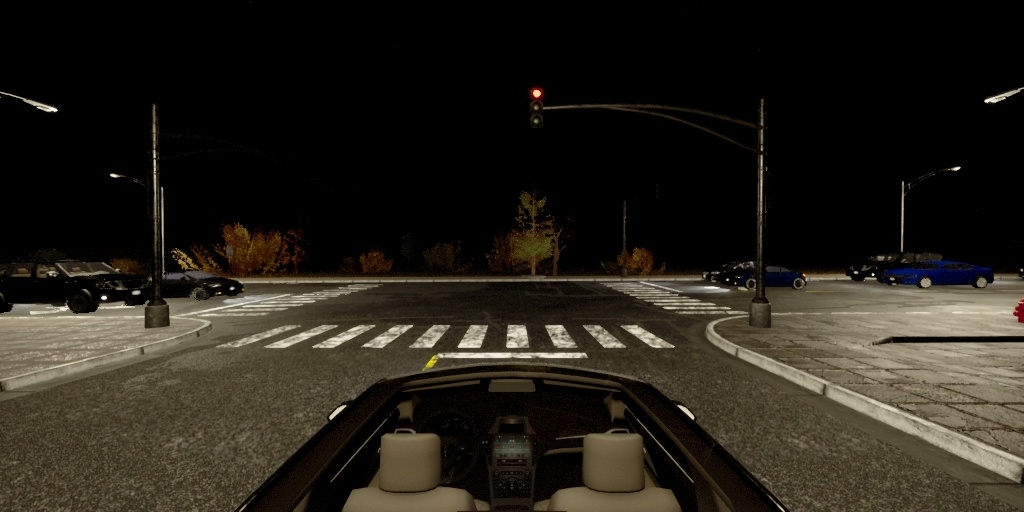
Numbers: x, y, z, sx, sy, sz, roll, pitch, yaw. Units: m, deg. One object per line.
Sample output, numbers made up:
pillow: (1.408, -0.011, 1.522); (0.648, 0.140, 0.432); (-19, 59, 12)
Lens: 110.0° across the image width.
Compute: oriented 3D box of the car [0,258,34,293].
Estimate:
car: (-32.406, 1.152, 21.153); (5.566, 2.045, 2.150); (0, 1, 0)

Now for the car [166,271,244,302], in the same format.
car: (-15.705, 1.425, 17.577); (4.181, 1.385, 1.994); (0, 1, 1)

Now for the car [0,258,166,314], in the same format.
car: (-17.764, 1.139, 14.334); (5.566, 2.045, 2.150); (-1, 1, 1)

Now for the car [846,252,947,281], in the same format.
car: (25.762, 0.735, 23.945); (5.566, 2.045, 2.150); (0, 1, 1)

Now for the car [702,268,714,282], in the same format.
car: (15.374, 1.068, 24.031); (4.902, 1.511, 2.128); (0, 1, 0)

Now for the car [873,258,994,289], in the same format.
car: (24.479, 1.040, 20.709); (5.008, 1.535, 1.882); (0, 1, 0)

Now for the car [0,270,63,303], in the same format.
car: (-26.051, 1.477, 17.656); (5.357, 1.411, 2.033); (0, 1, 1)

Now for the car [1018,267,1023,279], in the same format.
car: (36.985, 0.940, 23.846); (4.902, 1.511, 2.128); (0, 1, 1)

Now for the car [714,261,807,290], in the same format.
car: (14.493, 1.187, 20.789); (4.181, 1.385, 1.994); (0, 1, 0)
